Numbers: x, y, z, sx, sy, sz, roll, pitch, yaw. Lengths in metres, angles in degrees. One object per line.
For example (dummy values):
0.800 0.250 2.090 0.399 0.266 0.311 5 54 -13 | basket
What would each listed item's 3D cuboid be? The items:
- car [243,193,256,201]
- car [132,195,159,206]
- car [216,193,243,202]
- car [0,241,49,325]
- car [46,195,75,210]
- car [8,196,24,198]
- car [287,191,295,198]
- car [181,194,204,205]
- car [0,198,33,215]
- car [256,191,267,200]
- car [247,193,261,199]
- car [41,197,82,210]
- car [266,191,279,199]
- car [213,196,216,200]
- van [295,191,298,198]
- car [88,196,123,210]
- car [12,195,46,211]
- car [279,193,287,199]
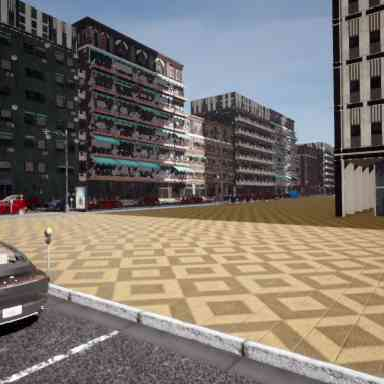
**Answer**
9.920 1.048 63.759 1.887 1.381 4.507 -1 0 36 | car
-6.949 1.263 50.444 1.812 1.442 4.674 -1 0 36 | car
6.663 1.093 59.293 2.008 1.369 4.403 -1 0 36 | car
-4.447 1.553 6.247 4.403 1.369 2.008 0 -1 36 | car
-14.714 1.189 39.819 2.097 1.767 4.553 -1 0 36 | car
-19.978 1.453 32.601 2.033 1.411 5.357 -1 0 36 | car
22.948 0.932 81.623 1.802 1.307 4.206 -1 0 36 | car
0.148 1.062 50.360 1.967 1.590 4.097 -1 0 36 | car
-16.135 1.413 28.030 1.802 1.307 4.206 -1 0 36 | car
13.177 1.046 68.224 1.802 1.307 4.206 -1 0 36 | car
16.178 1.040 86.562 1.947 1.339 4.313 -1 0 36 | car
-16.391 1.415 41.902 1.887 1.381 4.507 -1 0 36 | car
16.431 0.740 72.690 2.192 1.841 5.009 -1 0 36 | car
6.406 1.028 73.163 1.967 1.590 4.097 -1 0 36 | car
26.202 0.654 86.089 1.690 1.788 3.998 -1 0 36 | van
-9.623 1.186 36.962 1.967 1.590 4.097 -1 0 36 | car
-19.651 1.228 37.435 2.192 1.841 5.009 -1 0 36 | car
19.690 0.938 77.156 2.008 1.369 4.403 -1 0 36 | car
